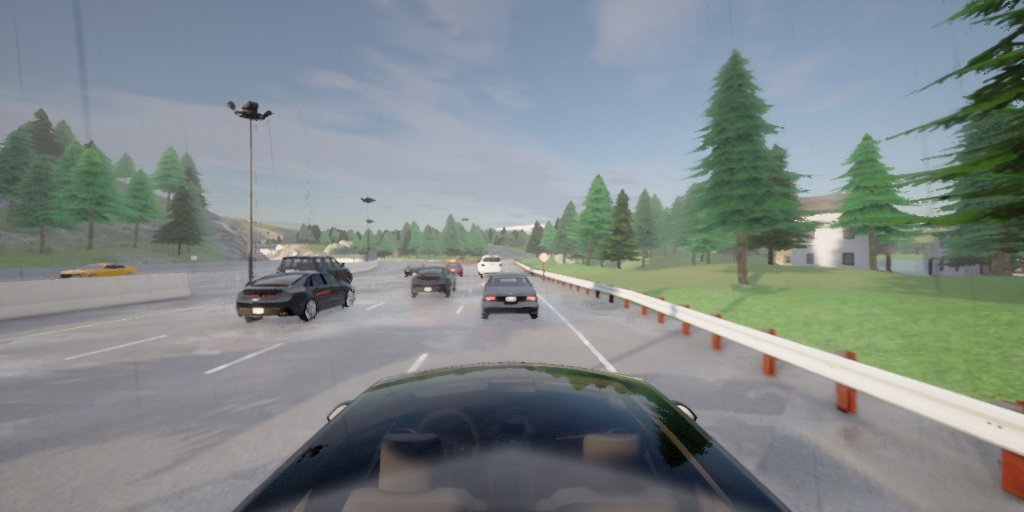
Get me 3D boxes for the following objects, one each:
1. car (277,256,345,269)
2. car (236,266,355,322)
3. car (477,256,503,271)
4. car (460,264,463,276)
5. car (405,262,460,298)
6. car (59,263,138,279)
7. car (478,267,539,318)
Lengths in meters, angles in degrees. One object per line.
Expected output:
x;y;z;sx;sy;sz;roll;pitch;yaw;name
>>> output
-11.109;1.005;20.476;2.150;2.045;5.566;0;0;-5;car
-7.134;1.277;12.397;1.837;1.490;4.892;0;0;-2;car
-2.137;0.977;34.657;2.150;2.045;5.566;0;0;-8;car
-5.978;1.332;36.513;1.994;1.385;4.181;0;0;-9;car
-3.982;1.267;18.731;1.837;1.490;4.892;0;0;-4;car
-33.183;1.331;28.964;1.882;1.535;5.008;0;0;-8;car
-0.130;1.298;12.949;2.033;1.411;5.357;0;0;-2;car
